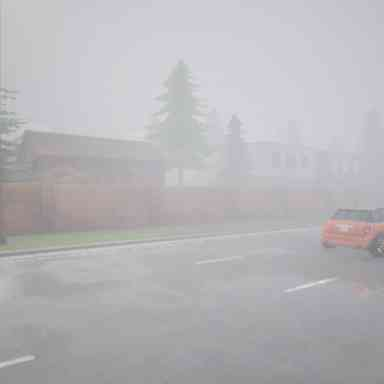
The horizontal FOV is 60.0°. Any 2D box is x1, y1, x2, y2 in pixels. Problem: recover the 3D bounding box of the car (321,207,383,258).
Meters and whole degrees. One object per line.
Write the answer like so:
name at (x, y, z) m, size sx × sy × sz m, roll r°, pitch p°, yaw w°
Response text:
car at (7.166, 1.359, 13.084) m, size 4.553 × 1.767 × 2.097 m, roll 0°, pitch 0°, yaw -35°
